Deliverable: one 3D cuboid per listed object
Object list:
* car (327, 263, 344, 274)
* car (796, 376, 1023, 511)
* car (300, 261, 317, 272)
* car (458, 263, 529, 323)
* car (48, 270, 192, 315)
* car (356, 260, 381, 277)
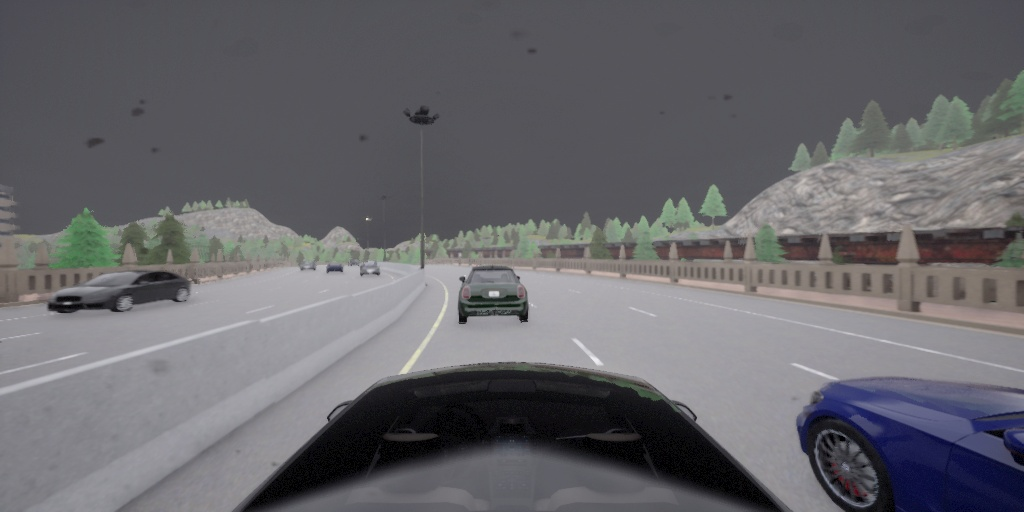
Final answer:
[{"bbox_3d":[-21.845,1.504,44.332,1.895,1.301,4.718,-1,0,-26],"label":"car"},{"bbox_3d":[3.467,1.261,1.241,1.812,1.442,4.674,0,0,0],"label":"car"},{"bbox_3d":[-29.419,1.454,51.859,2.128,1.511,4.902,-1,0,-26],"label":"car"},{"bbox_3d":[-0.735,1.103,12.341,2.097,1.767,4.553,0,0,-6],"label":"car"},{"bbox_3d":[-15.286,1.341,14.395,1.837,1.490,4.892,0,0,-10],"label":"car"},{"bbox_3d":[-14.573,1.335,36.878,2.128,1.511,4.902,0,0,-23],"label":"car"}]
